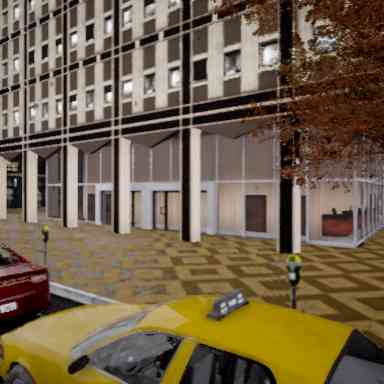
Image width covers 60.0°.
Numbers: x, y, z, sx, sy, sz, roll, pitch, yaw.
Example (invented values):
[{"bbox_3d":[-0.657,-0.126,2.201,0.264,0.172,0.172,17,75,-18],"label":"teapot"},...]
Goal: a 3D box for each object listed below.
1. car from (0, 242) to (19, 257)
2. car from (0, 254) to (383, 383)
[{"bbox_3d":[-4.412,1.487,6.026,4.507,1.381,1.887,1,0,35],"label":"car"},{"bbox_3d":[0.069,1.513,2.830,4.829,1.417,1.752,1,0,35],"label":"car"}]
